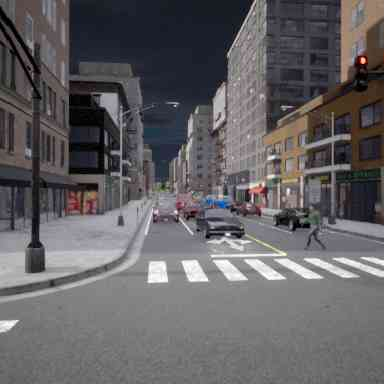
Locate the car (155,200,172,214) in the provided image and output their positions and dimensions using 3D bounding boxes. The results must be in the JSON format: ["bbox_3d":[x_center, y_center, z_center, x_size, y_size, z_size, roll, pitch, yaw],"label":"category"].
[{"bbox_3d":[-3.152,1.599,36.444,1.802,1.307,4.206,0,0,-6],"label":"car"}]

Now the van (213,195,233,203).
[{"bbox_3d":[4.267,1.401,42.749,1.690,1.788,3.998,0,0,-6],"label":"van"}]

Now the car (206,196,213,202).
[{"bbox_3d":[3.701,1.618,48.230,2.008,1.369,4.403,0,0,-6],"label":"car"}]

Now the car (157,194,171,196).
[{"bbox_3d":[-4.846,1.481,52.889,1.967,1.590,4.097,0,0,-6],"label":"car"}]

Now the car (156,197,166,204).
[{"bbox_3d":[-5.977,1.612,63.852,2.008,1.369,4.403,0,0,-6],"label":"car"}]

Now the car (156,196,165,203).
[{"bbox_3d":[-7.107,1.626,74.816,1.887,1.381,4.507,0,0,-6],"label":"car"}]

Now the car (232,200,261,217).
[{"bbox_3d":[5.396,1.629,31.786,1.802,1.307,4.206,0,0,-6],"label":"car"}]

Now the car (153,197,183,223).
[{"bbox_3d":[-2.021,1.447,25.481,1.967,1.590,4.097,0,0,-6],"label":"car"}]

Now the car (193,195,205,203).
[{"bbox_3d":[1.441,1.547,70.157,1.967,1.590,4.097,0,0,-6],"label":"car"}]

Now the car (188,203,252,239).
[{"bbox_3d":[1.295,1.561,17.881,2.033,1.411,5.357,0,0,-8],"label":"car"}]

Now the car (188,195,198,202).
[{"bbox_3d":[0.311,1.568,81.122,1.967,1.590,4.097,0,0,-6],"label":"car"}]

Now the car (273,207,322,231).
[{"bbox_3d":[6.526,1.606,20.821,1.947,1.339,4.313,0,0,-6],"label":"car"}]

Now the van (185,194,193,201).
[{"bbox_3d":[-0.818,1.488,92.085,1.690,1.788,3.998,0,0,-6],"label":"van"}]

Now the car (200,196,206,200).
[{"bbox_3d":[0.803,1.663,51.630,1.895,1.301,4.718,0,0,-6],"label":"car"}]

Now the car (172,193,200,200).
[{"bbox_3d":[-0.772,1.252,38.371,2.150,2.045,5.566,0,0,-5],"label":"car"}]

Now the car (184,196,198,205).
[{"bbox_3d":[-0.235,1.572,61.678,2.128,1.511,4.902,0,0,-6],"label":"car"}]

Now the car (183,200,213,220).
[{"bbox_3d":[0.282,1.621,27.871,1.895,1.301,4.718,0,0,-6],"label":"car"}]

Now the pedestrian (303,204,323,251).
[{"bbox_3d":[4.586,1.317,12.616,0.375,1.860,0.375,0,0,-6],"label":"pedestrian"}]

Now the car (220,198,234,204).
[{"bbox_3d":[4.831,1.619,37.267,1.947,1.339,4.313,0,0,-6],"label":"car"}]
